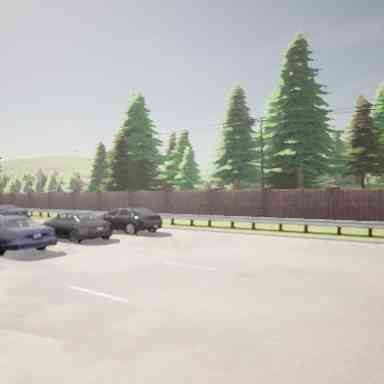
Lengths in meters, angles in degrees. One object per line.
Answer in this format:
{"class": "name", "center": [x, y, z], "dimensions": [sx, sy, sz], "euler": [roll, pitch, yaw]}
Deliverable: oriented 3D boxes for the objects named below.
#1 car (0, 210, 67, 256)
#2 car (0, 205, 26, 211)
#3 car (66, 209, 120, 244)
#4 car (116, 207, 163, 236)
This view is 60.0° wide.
{"class": "car", "center": [-7.731, 1.679, 13.691], "dimensions": [5.357, 1.411, 2.033], "euler": [-1, 0, 36]}
{"class": "car", "center": [-15.871, 1.818, 28.103], "dimensions": [5.357, 1.411, 2.033], "euler": [-1, 0, 36]}
{"class": "car", "center": [-5.933, 1.698, 16.714], "dimensions": [4.181, 1.385, 1.994], "euler": [-1, 0, 36]}
{"class": "car", "center": [-3.933, 1.642, 19.586], "dimensions": [4.892, 1.490, 1.837], "euler": [0, 0, 36]}
